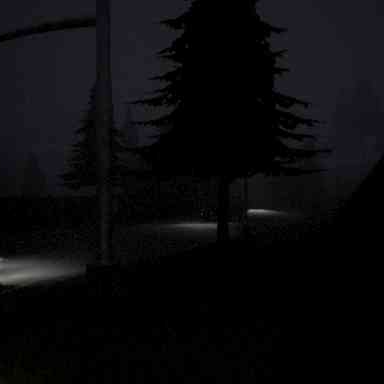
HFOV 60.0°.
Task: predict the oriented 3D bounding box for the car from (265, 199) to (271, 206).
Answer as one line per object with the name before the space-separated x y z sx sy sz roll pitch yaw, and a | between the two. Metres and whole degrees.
car | 11.730 1.735 58.064 2.033 1.411 5.357 0 0 -18

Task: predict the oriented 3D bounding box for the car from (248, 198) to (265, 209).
car | 8.942 1.658 48.649 2.128 1.511 4.902 0 0 5

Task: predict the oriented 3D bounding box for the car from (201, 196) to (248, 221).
car | 2.717 1.332 28.574 2.150 2.045 5.566 0 0 26
